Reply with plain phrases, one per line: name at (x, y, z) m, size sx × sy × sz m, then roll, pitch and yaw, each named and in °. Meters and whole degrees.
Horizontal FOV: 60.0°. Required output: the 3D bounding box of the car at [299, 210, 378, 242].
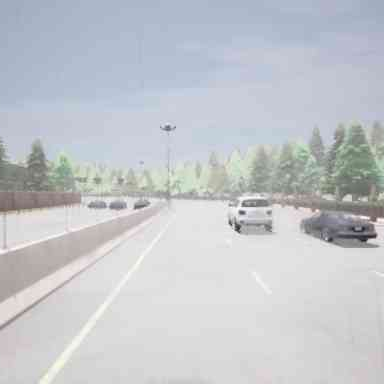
car at (7.100, 1.629, 16.727) m, size 2.033 × 1.411 × 5.357 m, roll 0°, pitch 0°, yaw 0°

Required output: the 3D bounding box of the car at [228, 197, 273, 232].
car at (3.600, 1.325, 21.220) m, size 2.150 × 2.045 × 5.566 m, roll 0°, pitch 0°, yaw 0°
